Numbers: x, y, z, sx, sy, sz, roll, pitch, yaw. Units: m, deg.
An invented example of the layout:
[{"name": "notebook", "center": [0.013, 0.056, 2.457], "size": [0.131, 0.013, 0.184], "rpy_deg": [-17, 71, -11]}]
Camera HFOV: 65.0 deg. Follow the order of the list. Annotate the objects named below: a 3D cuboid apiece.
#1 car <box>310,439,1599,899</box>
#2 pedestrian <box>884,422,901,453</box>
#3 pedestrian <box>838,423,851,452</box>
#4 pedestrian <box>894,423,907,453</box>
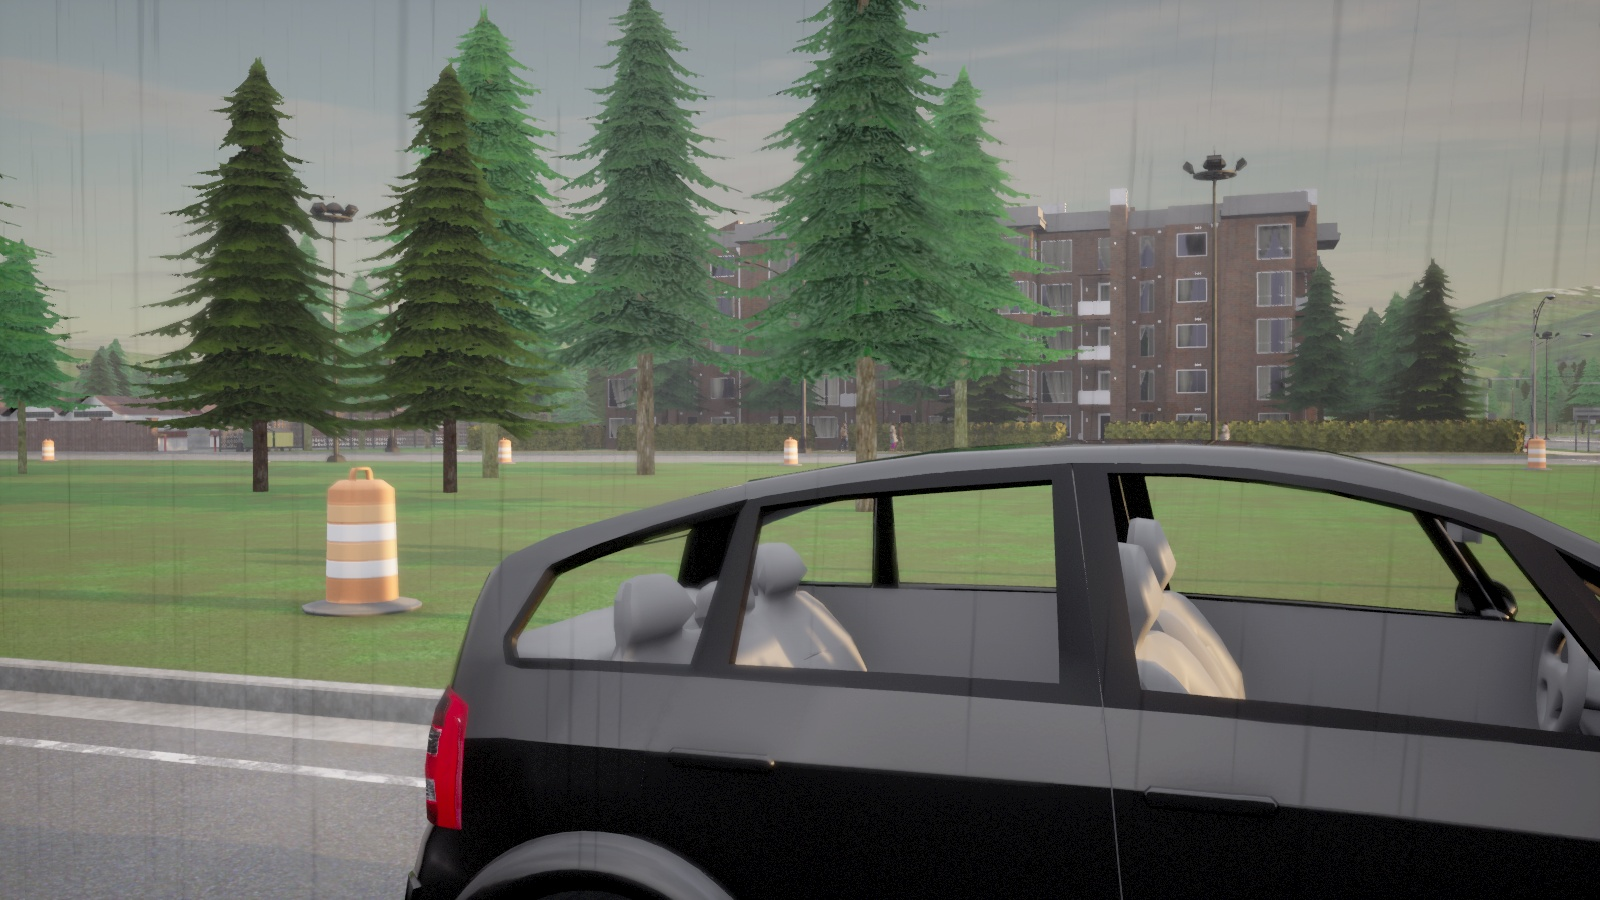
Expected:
[{"name": "car", "center": [1.036, 0.764, 2.844], "size": [3.705, 1.549, 1.789], "rpy_deg": [0, 1, 19]}, {"name": "pedestrian", "center": [5.779, -0.777, 78.301], "size": [0.873, 1.952, 0.659], "rpy_deg": [1, 1, 19]}, {"name": "pedestrian", "center": [2.767, -0.795, 78.732], "size": [0.694, 1.848, 0.540], "rpy_deg": [1, 1, 18]}, {"name": "pedestrian", "center": [6.190, -0.763, 77.573], "size": [0.703, 1.840, 0.431], "rpy_deg": [1, 1, 21]}]
